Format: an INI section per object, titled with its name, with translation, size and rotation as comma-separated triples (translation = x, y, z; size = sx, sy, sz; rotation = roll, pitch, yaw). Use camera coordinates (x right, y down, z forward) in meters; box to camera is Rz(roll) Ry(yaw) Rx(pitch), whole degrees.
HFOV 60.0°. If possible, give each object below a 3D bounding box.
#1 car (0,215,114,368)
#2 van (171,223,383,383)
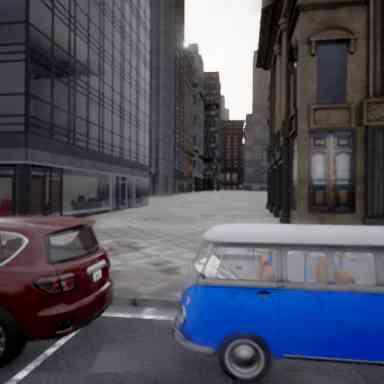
[car]
translation = -3.753, 1.309, 5.272
size = 5.009, 1.841, 2.192
rotation = 0, 0, 9
[van]
translation = 1.828, 1.339, 4.396
size = 3.998, 1.788, 1.690
rotation = 0, 0, 9
